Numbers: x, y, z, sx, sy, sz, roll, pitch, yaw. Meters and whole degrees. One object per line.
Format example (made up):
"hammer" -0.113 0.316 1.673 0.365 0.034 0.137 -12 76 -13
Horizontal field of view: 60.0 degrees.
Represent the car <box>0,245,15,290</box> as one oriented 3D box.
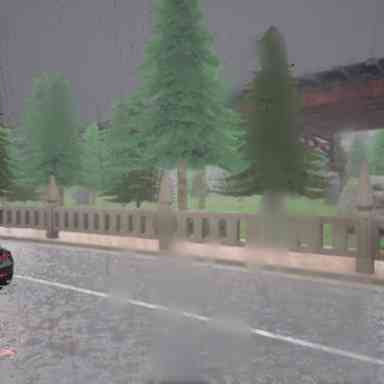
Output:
"car" -6.076 1.499 7.523 4.892 1.490 1.837 0 0 30
